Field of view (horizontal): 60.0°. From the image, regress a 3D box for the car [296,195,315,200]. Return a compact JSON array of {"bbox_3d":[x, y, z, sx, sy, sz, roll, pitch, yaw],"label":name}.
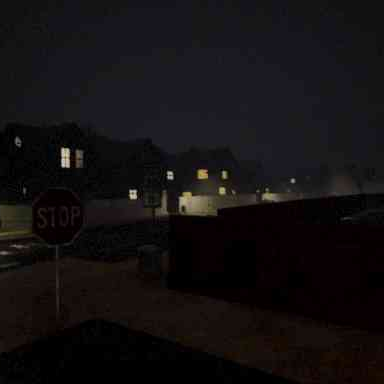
[{"bbox_3d":[15.679,1.141,45.607,2.033,1.411,5.357,-2,-1,36],"label":"car"}]
